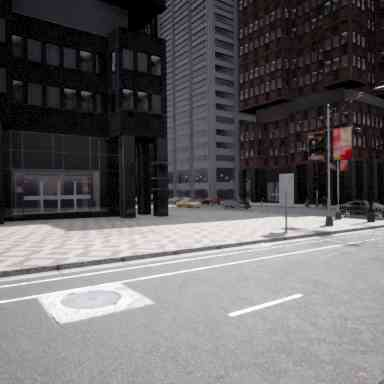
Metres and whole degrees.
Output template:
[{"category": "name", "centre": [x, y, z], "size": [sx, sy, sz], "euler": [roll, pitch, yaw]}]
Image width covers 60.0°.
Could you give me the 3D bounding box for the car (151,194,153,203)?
[{"category": "car", "centre": [-6.510, 1.393, 62.442], "size": [2.150, 2.045, 5.566], "euler": [-1, 0, -36]}]

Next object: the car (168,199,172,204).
[{"category": "car", "centre": [-1.570, 1.672, 60.751], "size": [2.033, 1.411, 5.357], "euler": [-1, 0, -35]}]

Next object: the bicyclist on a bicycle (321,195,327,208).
[{"category": "bicyclist on a bicycle", "centre": [17.416, 1.252, 43.805], "size": [1.656, 1.620, 0.582], "euler": [-1, 1, -36]}]

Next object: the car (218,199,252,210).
[{"category": "car", "centre": [6.023, 1.671, 44.742], "size": [1.994, 1.385, 4.181], "euler": [-1, 0, -36]}]

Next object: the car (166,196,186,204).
[{"category": "car", "centre": [-3.268, 1.636, 67.819], "size": [1.752, 1.417, 4.829], "euler": [-1, 1, -36]}]

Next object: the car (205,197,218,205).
[{"category": "car", "centre": [3.139, 1.612, 58.853], "size": [1.887, 1.381, 4.507], "euler": [-1, 1, -36]}]

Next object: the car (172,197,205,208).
[{"category": "car", "centre": [-0.547, 1.699, 49.349], "size": [1.752, 1.417, 4.829], "euler": [-1, 1, -36]}]

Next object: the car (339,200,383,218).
[{"category": "car", "centre": [16.171, 1.550, 30.665], "size": [1.837, 1.490, 4.892], "euler": [-1, 0, -36]}]

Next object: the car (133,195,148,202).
[{"category": "car", "centre": [-12.633, 1.618, 80.922], "size": [1.967, 1.590, 4.097], "euler": [-1, 1, -36]}]
